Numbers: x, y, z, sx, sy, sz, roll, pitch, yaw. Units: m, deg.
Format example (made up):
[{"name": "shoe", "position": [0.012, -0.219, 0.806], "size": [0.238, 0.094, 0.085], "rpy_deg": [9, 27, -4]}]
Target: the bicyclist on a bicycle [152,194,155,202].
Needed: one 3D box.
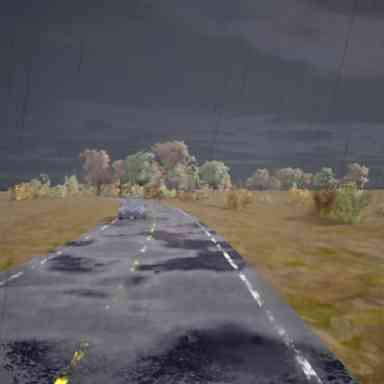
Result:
[{"name": "bicyclist on a bicycle", "position": [-7.603, 1.215, 65.267], "size": [0.659, 1.776, 1.843], "rpy_deg": [0, 0, -15]}]

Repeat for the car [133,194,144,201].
[{"name": "car", "position": [-13.061, 1.345, 81.127], "size": [1.812, 1.442, 4.674], "rpy_deg": [0, 0, -19]}]

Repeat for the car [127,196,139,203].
[{"name": "car", "position": [-11.776, 1.444, 66.118], "size": [1.895, 1.301, 4.718], "rpy_deg": [0, 0, -14]}]

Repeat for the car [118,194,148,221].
[{"name": "car", "position": [-4.626, 1.284, 26.502], "size": [2.097, 1.767, 4.553], "rpy_deg": [0, 0, -6]}]

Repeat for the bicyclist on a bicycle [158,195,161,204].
[{"name": "bicyclist on a bicycle", "position": [-5.418, 1.314, 56.123], "size": [0.582, 1.620, 1.656], "rpy_deg": [0, 0, -13]}]
